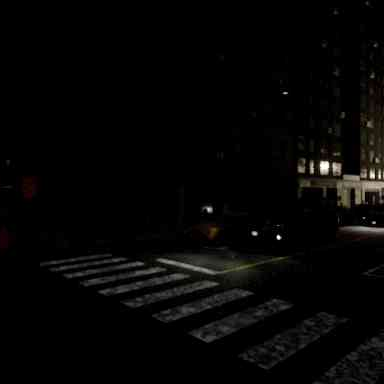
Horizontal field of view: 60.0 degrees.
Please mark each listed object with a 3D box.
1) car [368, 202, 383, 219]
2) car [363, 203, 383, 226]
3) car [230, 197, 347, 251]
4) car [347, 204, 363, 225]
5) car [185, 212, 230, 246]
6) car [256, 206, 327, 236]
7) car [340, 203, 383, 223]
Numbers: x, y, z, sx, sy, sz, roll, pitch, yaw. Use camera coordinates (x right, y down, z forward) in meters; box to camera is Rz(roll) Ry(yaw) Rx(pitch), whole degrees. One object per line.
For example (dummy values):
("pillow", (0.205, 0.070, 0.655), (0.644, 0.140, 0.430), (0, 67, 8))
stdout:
("car", (17.839, 1.646, 30.474), (4.206, 1.307, 1.802), (0, 0, -43))
("car", (13.603, 1.592, 23.112), (5.357, 1.411, 2.033), (0, 0, -43))
("car", (4.430, 1.248, 14.642), (5.566, 2.045, 2.150), (0, 0, -43))
("car", (9.884, 1.616, 23.131), (4.313, 1.339, 1.947), (0, 0, -43))
("car", (1.805, 1.559, 15.673), (4.829, 1.417, 1.752), (0, 0, -43))
("car", (5.907, 1.593, 19.460), (4.403, 1.369, 2.008), (0, 0, -43))
("car", (13.861, 1.623, 26.803), (4.313, 1.339, 1.947), (0, 0, -43))
